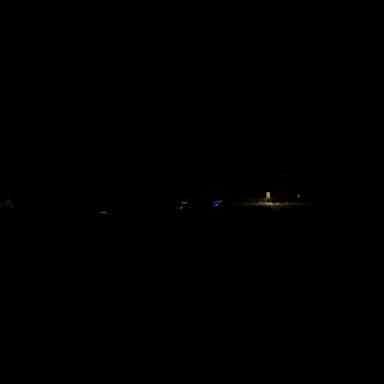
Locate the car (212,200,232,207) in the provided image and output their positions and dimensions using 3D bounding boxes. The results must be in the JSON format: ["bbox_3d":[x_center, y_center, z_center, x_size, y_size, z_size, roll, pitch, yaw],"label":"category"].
[{"bbox_3d":[5.792,2.129,63.067,1.895,1.301,4.718,-1,-1,35],"label":"car"}]

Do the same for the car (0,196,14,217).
[{"bbox_3d":[-19.733,1.410,31.197,2.150,2.045,5.566,-1,-1,35],"label":"car"}]

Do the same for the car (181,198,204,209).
[{"bbox_3d":[0.120,1.931,54.786,2.128,1.511,4.902,-1,-1,35],"label":"car"}]

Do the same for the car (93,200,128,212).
[{"bbox_3d":[-10.749,1.813,44.148,1.882,1.535,5.008,-1,-1,34],"label":"car"}]

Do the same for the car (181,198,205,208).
[{"bbox_3d":[0.211,1.888,59.838,2.097,1.767,4.553,-1,-1,35],"label":"car"}]
